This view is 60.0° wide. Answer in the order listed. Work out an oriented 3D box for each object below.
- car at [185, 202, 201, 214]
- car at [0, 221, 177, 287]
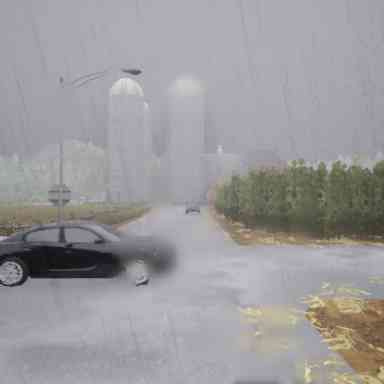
[{"bbox_3d":[0.115,1.968,42.280,2.033,1.411,5.357,0,0,0],"label":"car"},{"bbox_3d":[-2.897,1.522,8.883,5.008,1.535,1.882,-1,-1,0],"label":"car"}]
